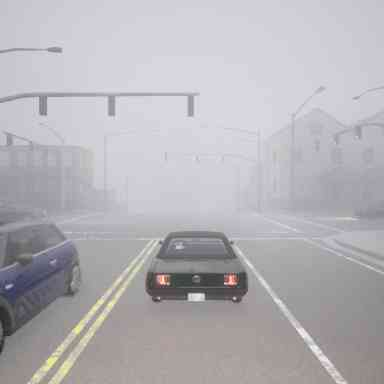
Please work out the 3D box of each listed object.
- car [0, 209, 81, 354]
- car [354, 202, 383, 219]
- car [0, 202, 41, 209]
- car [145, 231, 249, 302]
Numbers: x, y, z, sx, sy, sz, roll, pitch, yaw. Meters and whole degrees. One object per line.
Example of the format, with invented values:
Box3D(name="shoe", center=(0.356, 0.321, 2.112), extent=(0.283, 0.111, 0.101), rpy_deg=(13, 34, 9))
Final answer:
Box3D(name="car", center=(-3.563, 1.352, 5.624), extent=(2.097, 1.767, 4.553), rpy_deg=(0, 0, 0))
Box3D(name="car", center=(16.034, 1.564, 28.154), extent=(4.181, 1.385, 1.994), rpy_deg=(0, 0, 0))
Box3D(name="car", center=(-13.063, 1.513, 24.142), extent=(4.902, 1.511, 2.128), rpy_deg=(-2, 0, -1))
Box3D(name="car", center=(0.104, 1.601, 8.193), extent=(1.895, 1.301, 4.718), rpy_deg=(0, 0, 0))
